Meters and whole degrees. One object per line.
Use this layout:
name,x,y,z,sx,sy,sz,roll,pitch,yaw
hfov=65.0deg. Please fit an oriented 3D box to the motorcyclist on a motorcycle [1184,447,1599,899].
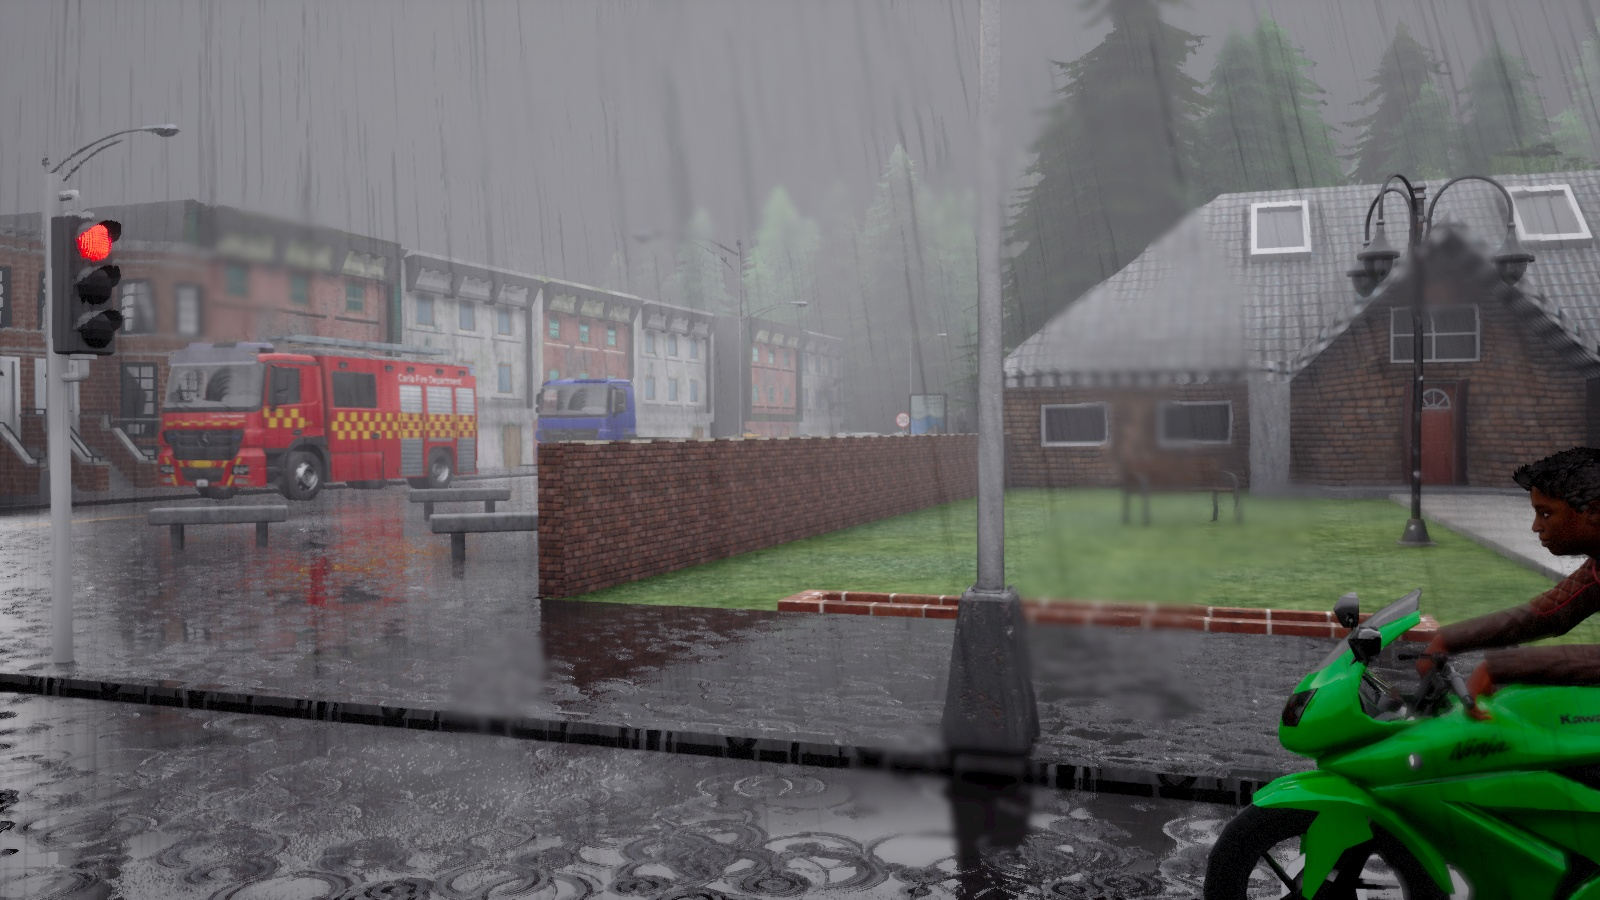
motorcyclist on a motorcycle,2.029,0.767,3.072,2.044,1.523,0.797,1,1,20

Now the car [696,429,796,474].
car,-1.902,0.015,46.414,1.801,1.575,5.366,1,1,20

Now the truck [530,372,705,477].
truck,-6.405,-0.911,45.709,2.891,3.462,7.936,1,1,20

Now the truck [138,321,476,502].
truck,-11.719,-0.879,31.047,2.891,3.827,8.468,1,1,20
